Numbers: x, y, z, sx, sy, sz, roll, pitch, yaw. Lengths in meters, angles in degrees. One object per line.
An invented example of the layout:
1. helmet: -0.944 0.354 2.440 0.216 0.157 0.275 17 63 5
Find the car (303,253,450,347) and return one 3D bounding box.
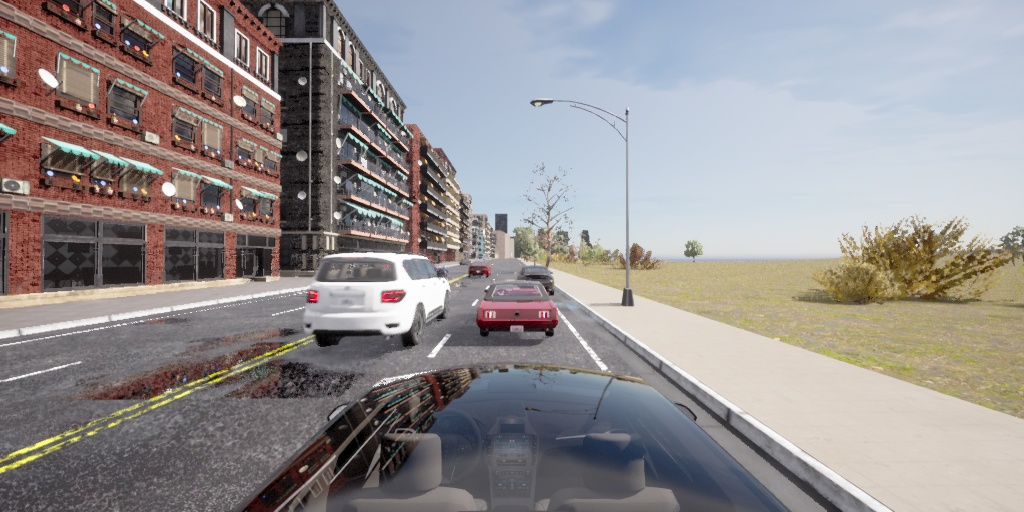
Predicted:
1. car: -3.123 0.970 9.504 2.150 2.045 5.566 0 0 0

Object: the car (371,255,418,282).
1. car: -9.742 0.973 30.344 2.150 2.045 5.566 0 0 0

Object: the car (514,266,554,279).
1. car: 1.203 1.257 19.491 1.837 1.490 4.892 0 0 0

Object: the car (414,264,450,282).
1. car: -6.496 1.353 29.510 1.895 1.301 4.718 0 0 0

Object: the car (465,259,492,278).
1. car: -3.026 1.230 34.580 1.882 1.535 5.008 0 0 0

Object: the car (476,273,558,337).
1. car: 0.131 1.352 10.290 1.895 1.301 4.718 0 0 0
